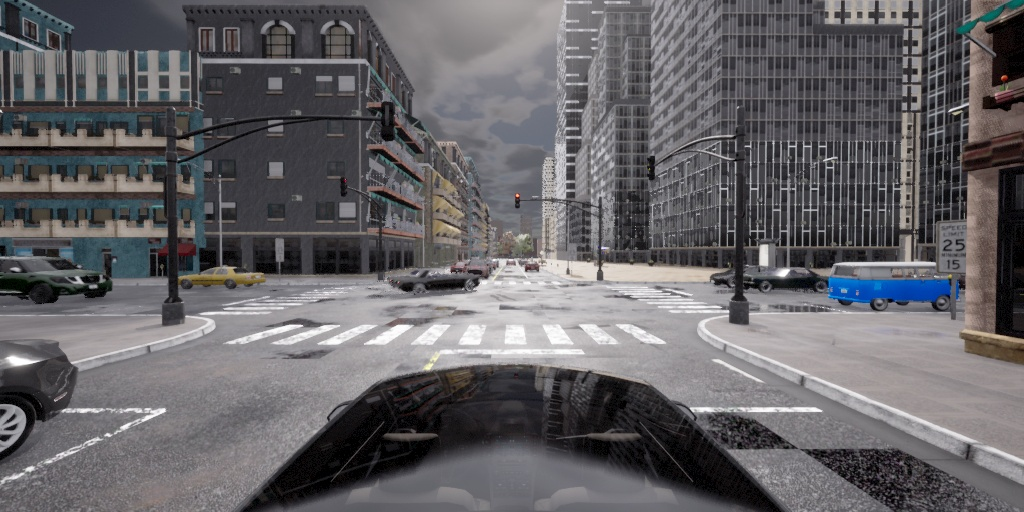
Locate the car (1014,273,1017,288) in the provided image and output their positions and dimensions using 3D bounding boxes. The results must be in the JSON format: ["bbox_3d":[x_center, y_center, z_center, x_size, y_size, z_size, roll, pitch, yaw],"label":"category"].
[{"bbox_3d":[24.591,1.218,19.663,5.357,1.411,2.033,0,1,0],"label":"car"}]

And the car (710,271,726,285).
[{"bbox_3d":[14.617,1.215,22.220,4.313,1.339,1.948,0,0,0],"label":"car"}]

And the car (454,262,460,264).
[{"bbox_3d":[-5.804,1.289,40.189,1.888,1.381,4.507,0,0,0],"label":"car"}]

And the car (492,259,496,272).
[{"bbox_3d":[-3.214,1.345,41.501,1.895,1.301,4.718,0,0,0],"label":"car"}]

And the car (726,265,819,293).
[{"bbox_3d":[14.804,1.289,19.622,4.718,1.301,1.895,0,1,0],"label":"car"}]

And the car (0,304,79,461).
[{"bbox_3d":[-5.690,1.300,2.123,2.007,1.370,4.403,0,0,0],"label":"car"}]

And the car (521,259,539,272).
[{"bbox_3d":[2.526,1.289,45.920,1.888,1.381,4.507,0,0,0],"label":"car"}]

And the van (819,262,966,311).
[{"bbox_3d":[14.655,1.117,13.840,3.998,1.789,1.690,0,0,0],"label":"van"}]

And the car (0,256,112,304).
[{"bbox_3d":[-21.742,1.039,16.246,5.566,2.045,2.150,0,1,0],"label":"car"}]

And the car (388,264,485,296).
[{"bbox_3d":[-4.106,1.329,19.503,4.718,1.301,1.895,-1,1,-36],"label":"car"}]

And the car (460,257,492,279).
[{"bbox_3d":[-3.166,1.097,32.472,2.097,1.767,4.553,0,0,-1],"label":"car"}]

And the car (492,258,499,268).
[{"bbox_3d":[-3.241,1.345,51.564,1.895,1.301,4.718,0,0,0],"label":"car"}]

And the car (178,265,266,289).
[{"bbox_3d":[-17.941,1.246,22.069,4.829,1.417,1.751,0,0,0],"label":"car"}]

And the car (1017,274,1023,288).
[{"bbox_3d":[26.819,1.278,16.475,4.181,1.385,1.994,0,1,0],"label":"car"}]
